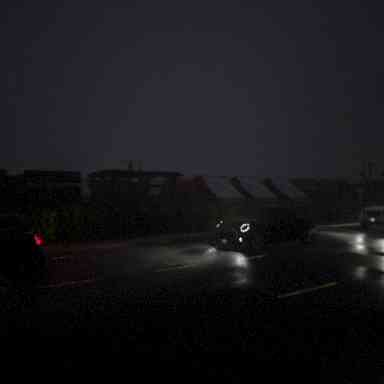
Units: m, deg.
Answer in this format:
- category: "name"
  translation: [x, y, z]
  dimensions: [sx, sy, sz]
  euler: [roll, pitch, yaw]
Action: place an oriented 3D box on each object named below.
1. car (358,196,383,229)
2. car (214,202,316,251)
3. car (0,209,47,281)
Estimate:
- category: "car"
  translation: [12.492, 1.210, 20.176]
  dimensions: [5.566, 2.045, 2.150]
  euler: [0, 0, -32]
- category: "car"
  translation: [3.161, 1.345, 14.262]
  dimensions: [4.553, 1.767, 2.097]
  euler: [0, 0, -32]
- category: "car"
  translation: [-6.197, 1.350, 8.334]
  dimensions: [4.553, 1.767, 2.097]
  euler: [0, 0, -32]
